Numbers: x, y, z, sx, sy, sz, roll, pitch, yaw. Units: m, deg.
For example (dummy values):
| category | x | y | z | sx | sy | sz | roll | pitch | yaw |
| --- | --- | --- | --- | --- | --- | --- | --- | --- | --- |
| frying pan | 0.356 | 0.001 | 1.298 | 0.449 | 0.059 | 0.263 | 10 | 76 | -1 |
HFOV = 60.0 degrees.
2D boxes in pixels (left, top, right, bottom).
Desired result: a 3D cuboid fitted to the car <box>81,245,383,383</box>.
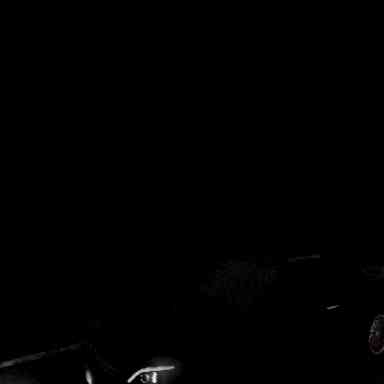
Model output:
| category | x | y | z | sx | sy | sz | roll | pitch | yaw |
| --- | --- | --- | --- | --- | --- | --- | --- | --- | --- |
| car | 0.955 | 1.528 | 4.502 | 4.674 | 1.442 | 1.812 | 0 | 0 | -34 |
